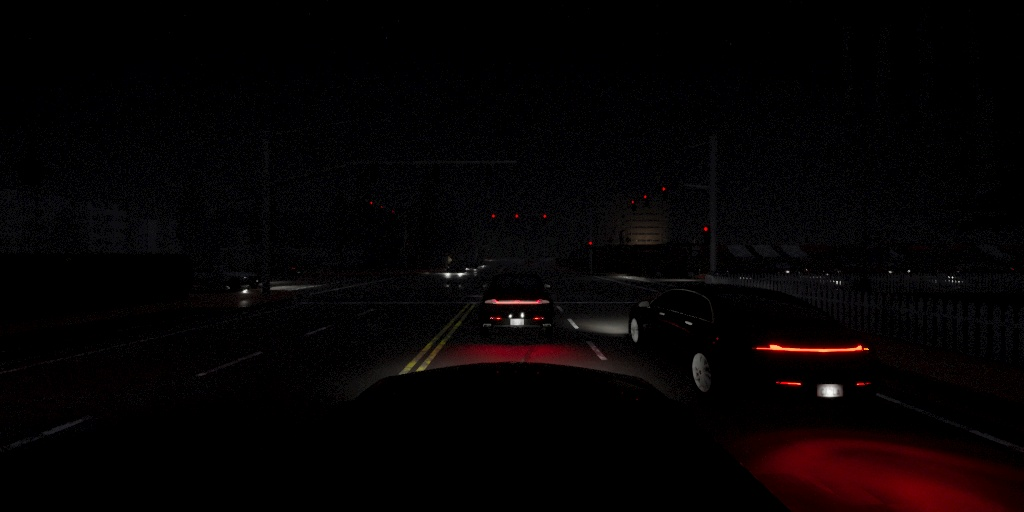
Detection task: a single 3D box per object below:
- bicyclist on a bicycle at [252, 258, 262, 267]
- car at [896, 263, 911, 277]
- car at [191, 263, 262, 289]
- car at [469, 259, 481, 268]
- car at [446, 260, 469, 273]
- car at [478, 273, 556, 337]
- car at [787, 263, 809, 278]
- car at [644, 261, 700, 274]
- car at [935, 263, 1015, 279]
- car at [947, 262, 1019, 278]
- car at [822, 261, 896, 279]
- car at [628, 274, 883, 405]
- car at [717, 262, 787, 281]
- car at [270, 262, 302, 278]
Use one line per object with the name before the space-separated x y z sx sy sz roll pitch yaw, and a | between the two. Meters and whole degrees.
bicyclist on a bicycle | -26.175 1.051 36.843 0.582 1.620 1.656 0 0 -3
car | 34.483 1.242 33.813 4.902 1.511 2.128 0 0 -1
car | -18.162 1.276 22.254 4.674 1.442 1.812 0 0 0
car | -6.733 1.276 59.597 1.812 1.442 4.674 0 0 0
car | -6.845 1.251 44.352 1.837 1.490 4.892 0 1 0
car | 0.130 1.242 10.333 2.128 1.511 4.902 0 0 0
car | 24.659 1.297 33.634 5.357 1.411 2.033 0 0 -1
car | 14.920 1.255 33.512 4.892 1.490 1.837 0 0 1
car | 38.875 1.276 30.387 4.674 1.442 1.812 0 0 -1
car | 44.526 1.314 33.974 4.181 1.385 1.994 0 0 -1
car | 28.875 1.276 30.203 4.674 1.442 1.812 0 0 -1
car | 3.587 1.255 6.429 1.837 1.490 4.892 0 0 1
car | 19.615 1.241 30.036 4.902 1.511 2.128 0 0 -1
car | -21.862 1.255 32.688 4.892 1.490 1.837 0 0 -1
